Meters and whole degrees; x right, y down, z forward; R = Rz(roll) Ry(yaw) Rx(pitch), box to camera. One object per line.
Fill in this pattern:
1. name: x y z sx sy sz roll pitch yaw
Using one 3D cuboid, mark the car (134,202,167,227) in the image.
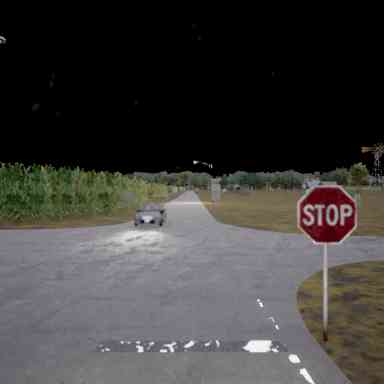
1. car: -2.750 1.485 22.889 2.128 1.511 4.902 0 0 0
